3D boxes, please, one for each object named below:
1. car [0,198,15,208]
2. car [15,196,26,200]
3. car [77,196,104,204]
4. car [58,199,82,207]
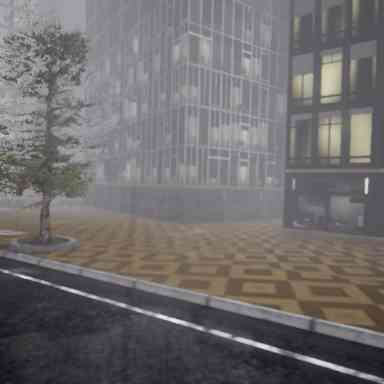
[{"bbox_3d":[-29.001,1.384,48.311,5.009,1.841,2.192,1,1,-35],"label":"car"},{"bbox_3d":[-28.810,1.433,58.020,4.403,1.369,2.008,1,1,-35],"label":"car"},{"bbox_3d":[-19.615,1.514,64.358,4.829,1.417,1.752,1,1,-35],"label":"car"},{"bbox_3d":[-19.673,1.722,54.751,4.507,1.381,1.887,1,1,-35],"label":"car"}]
